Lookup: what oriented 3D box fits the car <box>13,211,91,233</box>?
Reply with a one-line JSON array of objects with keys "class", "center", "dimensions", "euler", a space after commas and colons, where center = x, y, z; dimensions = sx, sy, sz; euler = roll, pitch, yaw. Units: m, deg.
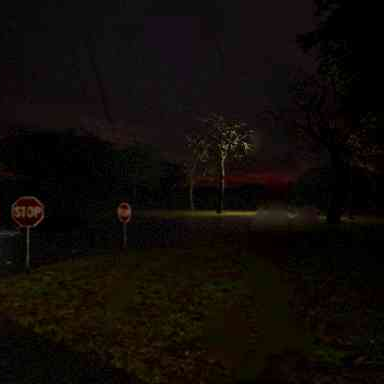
[{"class": "car", "center": [-10.043, 2.096, 24.460], "dimensions": [2.033, 1.411, 5.357], "euler": [1, -1, 36]}]

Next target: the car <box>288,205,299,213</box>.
[{"class": "car", "center": [21.496, 3.456, 68.552], "dimensions": [2.097, 1.767, 4.553], "euler": [1, -1, 36]}]

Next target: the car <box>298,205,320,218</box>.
[{"class": "car", "center": [19.267, 3.202, 53.854], "dimensions": [2.097, 1.767, 4.553], "euler": [1, -1, 32]}]
